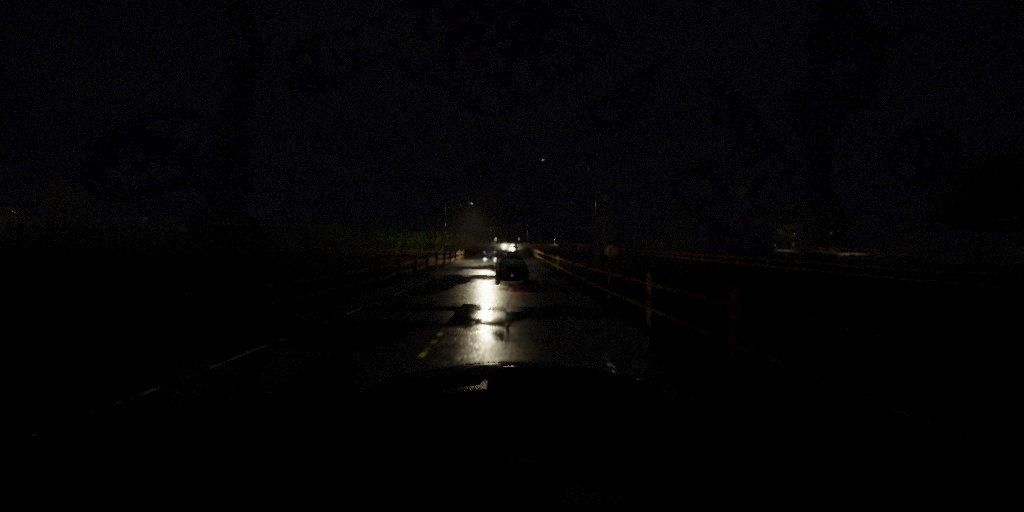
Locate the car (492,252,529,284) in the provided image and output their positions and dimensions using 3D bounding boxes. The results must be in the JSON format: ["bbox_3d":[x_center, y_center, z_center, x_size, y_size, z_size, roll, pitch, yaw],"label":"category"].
[{"bbox_3d":[0.020,0.783,21.638,1.882,1.535,5.008,0,2,0],"label":"car"}]

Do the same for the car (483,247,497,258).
[{"bbox_3d":[-3.503,-0.670,58.127,2.097,1.767,4.553,0,2,1],"label":"car"}]
